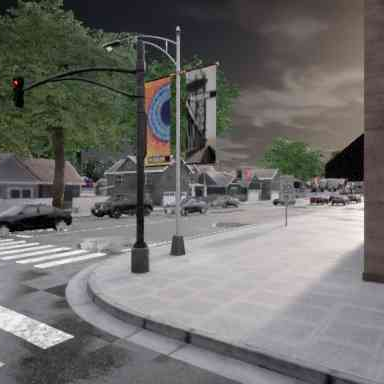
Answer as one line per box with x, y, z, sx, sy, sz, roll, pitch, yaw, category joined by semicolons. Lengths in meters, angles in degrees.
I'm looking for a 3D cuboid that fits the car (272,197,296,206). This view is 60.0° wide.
13.642;1.271;49.034;2.033;1.411;5.357;0;0;36;car

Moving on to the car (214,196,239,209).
4.131;1.274;41.455;2.128;1.511;4.902;0;0;36;car

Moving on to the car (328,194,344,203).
26.664;1.146;61.473;1.837;1.490;4.892;0;0;36;car

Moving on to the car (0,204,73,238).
-8.852;1.410;17.731;1.882;1.535;5.008;0;0;36;car

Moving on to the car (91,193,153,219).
-5.667;1.095;27.767;2.150;2.045;5.566;0;0;37;car

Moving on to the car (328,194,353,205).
22.282;1.203;49.756;1.837;1.490;4.892;0;0;35;car

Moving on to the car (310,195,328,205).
20.029;1.171;52.192;1.882;1.535;5.008;0;0;36;car

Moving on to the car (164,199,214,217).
-0.457;1.343;29.471;2.128;1.511;4.902;0;0;36;car

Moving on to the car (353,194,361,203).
28.276;1.155;58.143;1.837;1.490;4.892;0;0;36;car
